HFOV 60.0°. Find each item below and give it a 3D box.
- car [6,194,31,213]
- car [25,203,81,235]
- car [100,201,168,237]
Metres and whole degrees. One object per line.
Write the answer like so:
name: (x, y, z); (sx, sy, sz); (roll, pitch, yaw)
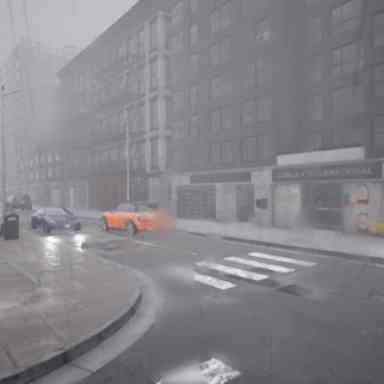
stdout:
car: (-20.816, 1.322, 39.682); (2.150, 2.045, 5.566); (-1, 0, -39)
car: (-8.118, 1.560, 19.569); (1.812, 1.442, 4.674); (-1, 0, -39)
car: (-3.301, 1.344, 18.352); (2.097, 1.767, 4.553); (-1, 0, -39)
